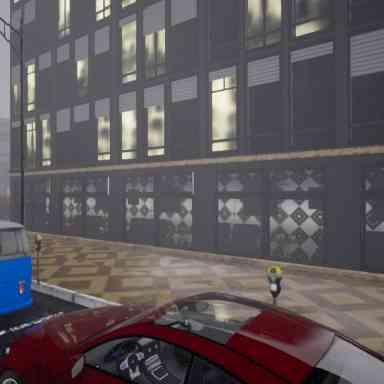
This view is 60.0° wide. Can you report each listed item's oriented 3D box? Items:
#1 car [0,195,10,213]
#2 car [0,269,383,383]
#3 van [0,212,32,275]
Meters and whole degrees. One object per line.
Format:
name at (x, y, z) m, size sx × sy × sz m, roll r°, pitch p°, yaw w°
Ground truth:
car at (-14.535, 1.357, 28.246) m, size 2.192 × 1.841 × 5.009 m, roll -1°, pitch -1°, yaw 35°
car at (0.000, 1.582, 2.836) m, size 4.206 × 1.307 × 1.802 m, roll 0°, pitch 0°, yaw 35°
van at (-4.633, 1.342, 6.138) m, size 3.998 × 1.788 × 1.690 m, roll 0°, pitch 0°, yaw 35°
